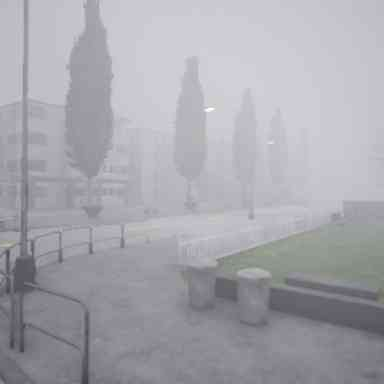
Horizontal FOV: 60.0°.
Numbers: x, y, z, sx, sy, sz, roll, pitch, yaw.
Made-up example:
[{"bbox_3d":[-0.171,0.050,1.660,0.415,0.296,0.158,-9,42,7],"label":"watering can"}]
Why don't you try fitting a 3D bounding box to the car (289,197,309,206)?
[{"bbox_3d":[15.850,1.369,49.228,1.994,1.385,4.181,1,0,35],"label":"car"}]
